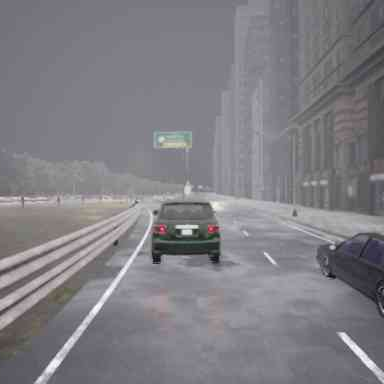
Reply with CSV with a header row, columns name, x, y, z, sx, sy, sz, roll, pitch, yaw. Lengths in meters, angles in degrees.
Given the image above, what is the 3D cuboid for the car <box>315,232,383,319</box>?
name,x,y,z,sx,sy,sz,roll,pitch,yaw
car,4.320,1.562,7.079,2.033,1.411,5.357,0,0,3

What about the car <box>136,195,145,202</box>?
name,x,y,z,sx,sy,sz,roll,pitch,yaw
car,-12.073,1.508,77.486,2.033,1.411,5.357,0,0,-13

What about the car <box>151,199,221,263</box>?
name,x,y,z,sx,sy,sz,roll,pitch,yaw
car,-0.273,1.250,12.188,2.150,2.045,5.566,0,0,-3
